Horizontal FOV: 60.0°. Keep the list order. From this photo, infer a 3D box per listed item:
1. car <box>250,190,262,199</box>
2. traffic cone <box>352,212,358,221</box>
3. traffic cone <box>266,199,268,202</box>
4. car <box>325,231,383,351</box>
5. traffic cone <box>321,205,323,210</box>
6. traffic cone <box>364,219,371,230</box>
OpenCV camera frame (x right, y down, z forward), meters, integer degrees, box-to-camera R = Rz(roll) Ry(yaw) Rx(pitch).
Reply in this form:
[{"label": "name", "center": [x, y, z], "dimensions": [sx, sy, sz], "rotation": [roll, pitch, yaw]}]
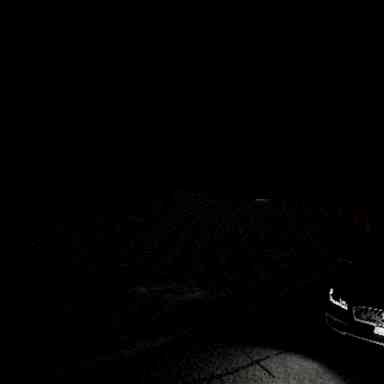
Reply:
[{"label": "car", "center": [10.272, 0.460, 57.149], "dimensions": [1.837, 1.490, 4.892], "rotation": [0, 1, -13]}, {"label": "traffic cone", "center": [11.331, 1.706, 23.032], "dimensions": [0.340, 0.580, 0.340], "rotation": [0, 1, 15]}, {"label": "traffic cone", "center": [10.433, 1.173, 46.406], "dimensions": [0.340, 0.580, 0.340], "rotation": [0, 1, -13]}, {"label": "car", "center": [4.027, 1.503, 5.984], "dimensions": [1.837, 1.490, 4.892], "rotation": [1, 1, 42]}, {"label": "traffic cone", "center": [12.599, 1.489, 32.237], "dimensions": [0.340, 0.580, 0.340], "rotation": [0, 1, 1]}, {"label": "traffic cone", "center": [9.838, 1.807, 18.624], "dimensions": [0.340, 0.580, 0.340], "rotation": [0, 1, 22]}]
